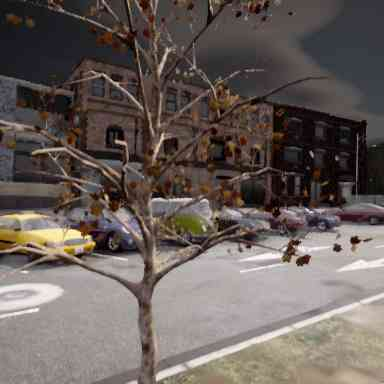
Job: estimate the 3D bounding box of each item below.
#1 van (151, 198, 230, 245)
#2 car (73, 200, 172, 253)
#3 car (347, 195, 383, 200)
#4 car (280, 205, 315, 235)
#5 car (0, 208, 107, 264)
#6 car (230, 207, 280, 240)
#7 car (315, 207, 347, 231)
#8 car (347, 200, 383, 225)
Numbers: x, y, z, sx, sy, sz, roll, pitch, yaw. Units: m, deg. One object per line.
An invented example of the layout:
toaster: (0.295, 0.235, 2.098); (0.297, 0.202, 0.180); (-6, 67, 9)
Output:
van: (-0.799, 1.256, 15.334); (4.442, 1.987, 1.878); (-1, -1, 35)
car: (-3.404, 1.356, 13.699); (4.553, 1.767, 2.185); (-1, -1, 35)
car: (14.250, 1.248, 25.381); (5.566, 2.045, 2.435); (-1, -1, 37)
car: (4.107, 1.529, 18.781); (4.674, 1.452, 2.002); (-1, -1, 36)
car: (-5.699, 1.473, 11.839); (5.366, 1.575, 1.946); (-1, -1, 35)
car: (1.597, 1.488, 17.105); (4.892, 1.521, 2.231); (-1, -1, 36)
car: (6.621, 1.532, 20.462); (4.674, 1.452, 2.002); (-1, -1, 36)
car: (11.681, 1.537, 23.757); (4.674, 1.452, 2.002); (-1, -1, 37)
